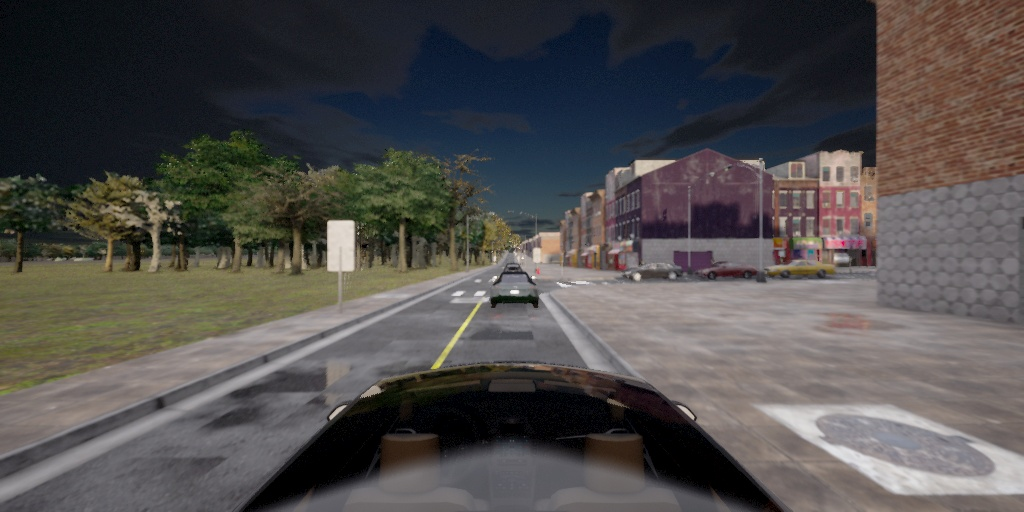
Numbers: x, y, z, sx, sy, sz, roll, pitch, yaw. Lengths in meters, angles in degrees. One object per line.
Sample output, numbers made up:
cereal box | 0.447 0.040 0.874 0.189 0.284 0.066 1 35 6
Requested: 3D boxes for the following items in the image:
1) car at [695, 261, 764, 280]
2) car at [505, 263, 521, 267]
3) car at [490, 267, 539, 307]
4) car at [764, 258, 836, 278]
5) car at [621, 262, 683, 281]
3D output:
car | 15.986 1.040 26.878 4.207 1.307 1.802 0 0 0
car | 0.106 1.459 35.093 1.837 1.490 4.892 0 0 0
car | 0.104 1.354 15.626 1.994 1.385 4.181 0 0 0
car | 21.348 0.864 26.874 4.829 1.417 1.751 0 0 0
car | 10.455 1.128 26.882 4.403 1.370 2.007 0 0 0
